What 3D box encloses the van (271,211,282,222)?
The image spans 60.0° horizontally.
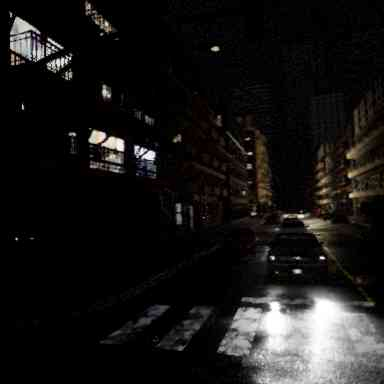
[{"bbox_3d":[15.332,4.351,60.240,1.690,1.788,3.998,-4,-4,16],"label":"van"}]

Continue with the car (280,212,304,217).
[{"bbox_3d":[12.091,3.495,40.058,1.994,1.385,4.181,-3,-4,17],"label":"car"}]

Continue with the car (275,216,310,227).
[{"bbox_3d":[6.733,2.591,22.027,1.812,1.442,4.674,-3,-4,16],"label":"car"}]

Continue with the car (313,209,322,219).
[{"bbox_3d":[24.907,4.117,63.237,2.192,1.841,5.009,-4,-4,16],"label":"car"}]

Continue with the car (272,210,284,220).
[{"bbox_3d":[18.482,4.843,70.981,2.192,1.841,5.009,-4,-4,16],"label":"car"}]

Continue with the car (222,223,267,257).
[{"bbox_3d":[2.647,2.529,17.293,1.802,1.307,4.206,-4,-4,16],"label":"car"}]

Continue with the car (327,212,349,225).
[{"bbox_3d":[18.573,3.351,41.755,1.802,1.307,4.206,-4,-4,16],"label":"car"}]

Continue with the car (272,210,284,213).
[{"bbox_3d":[12.162,3.934,49.501,1.967,1.590,4.097,-4,-4,16],"label":"car"}]

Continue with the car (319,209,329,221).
[{"bbox_3d":[21.792,3.818,52.654,1.752,1.417,4.829,-4,-4,16],"label":"car"}]

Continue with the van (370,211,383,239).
[{"bbox_3d":[12.211,2.080,20.305,1.690,1.788,3.998,-4,-4,16],"label":"van"}]

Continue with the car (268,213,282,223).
[{"bbox_3d":[13.755,4.302,54.860,2.008,1.369,4.403,-4,-4,16],"label":"car"}]

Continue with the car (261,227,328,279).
[{"bbox_3d":[3.813,2.196,12.212,1.895,1.301,4.718,-3,-4,16],"label":"car"}]

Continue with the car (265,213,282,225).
[{"bbox_3d":[10.583,3.818,44.126,1.802,1.307,4.206,-4,-4,16],"label":"car"}]

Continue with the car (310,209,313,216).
[{"bbox_3d":[28.082,4.633,73.970,2.192,1.841,5.009,-4,-4,16],"label":"car"}]

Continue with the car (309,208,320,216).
[{"bbox_3d":[31.256,5.150,84.703,2.192,1.841,5.009,-4,-4,16],"label":"car"}]
